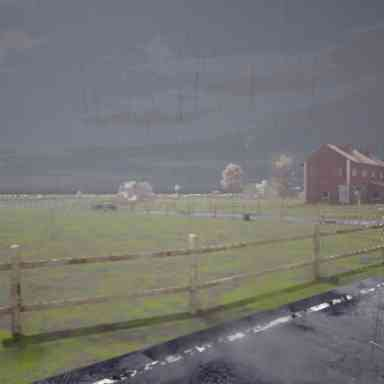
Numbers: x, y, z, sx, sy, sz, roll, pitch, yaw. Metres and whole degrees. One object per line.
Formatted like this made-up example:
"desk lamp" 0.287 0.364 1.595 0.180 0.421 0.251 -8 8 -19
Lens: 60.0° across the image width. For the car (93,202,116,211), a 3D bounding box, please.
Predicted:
"car" -14.212 2.287 54.094 2.033 1.411 5.357 0 -1 -43
